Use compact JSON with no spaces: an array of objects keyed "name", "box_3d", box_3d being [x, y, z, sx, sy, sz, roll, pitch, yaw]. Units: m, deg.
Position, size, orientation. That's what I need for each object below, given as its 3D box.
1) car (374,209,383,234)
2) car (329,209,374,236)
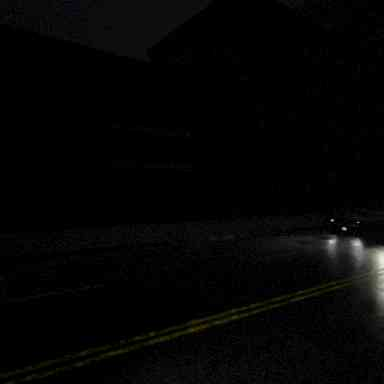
[{"name":"car","box_3d":[11.136,1.228,15.621,5.566,2.045,2.150,0,0,-35]},{"name":"car","box_3d":[9.728,1.607,18.607,4.718,1.301,1.895,0,0,-35]}]
